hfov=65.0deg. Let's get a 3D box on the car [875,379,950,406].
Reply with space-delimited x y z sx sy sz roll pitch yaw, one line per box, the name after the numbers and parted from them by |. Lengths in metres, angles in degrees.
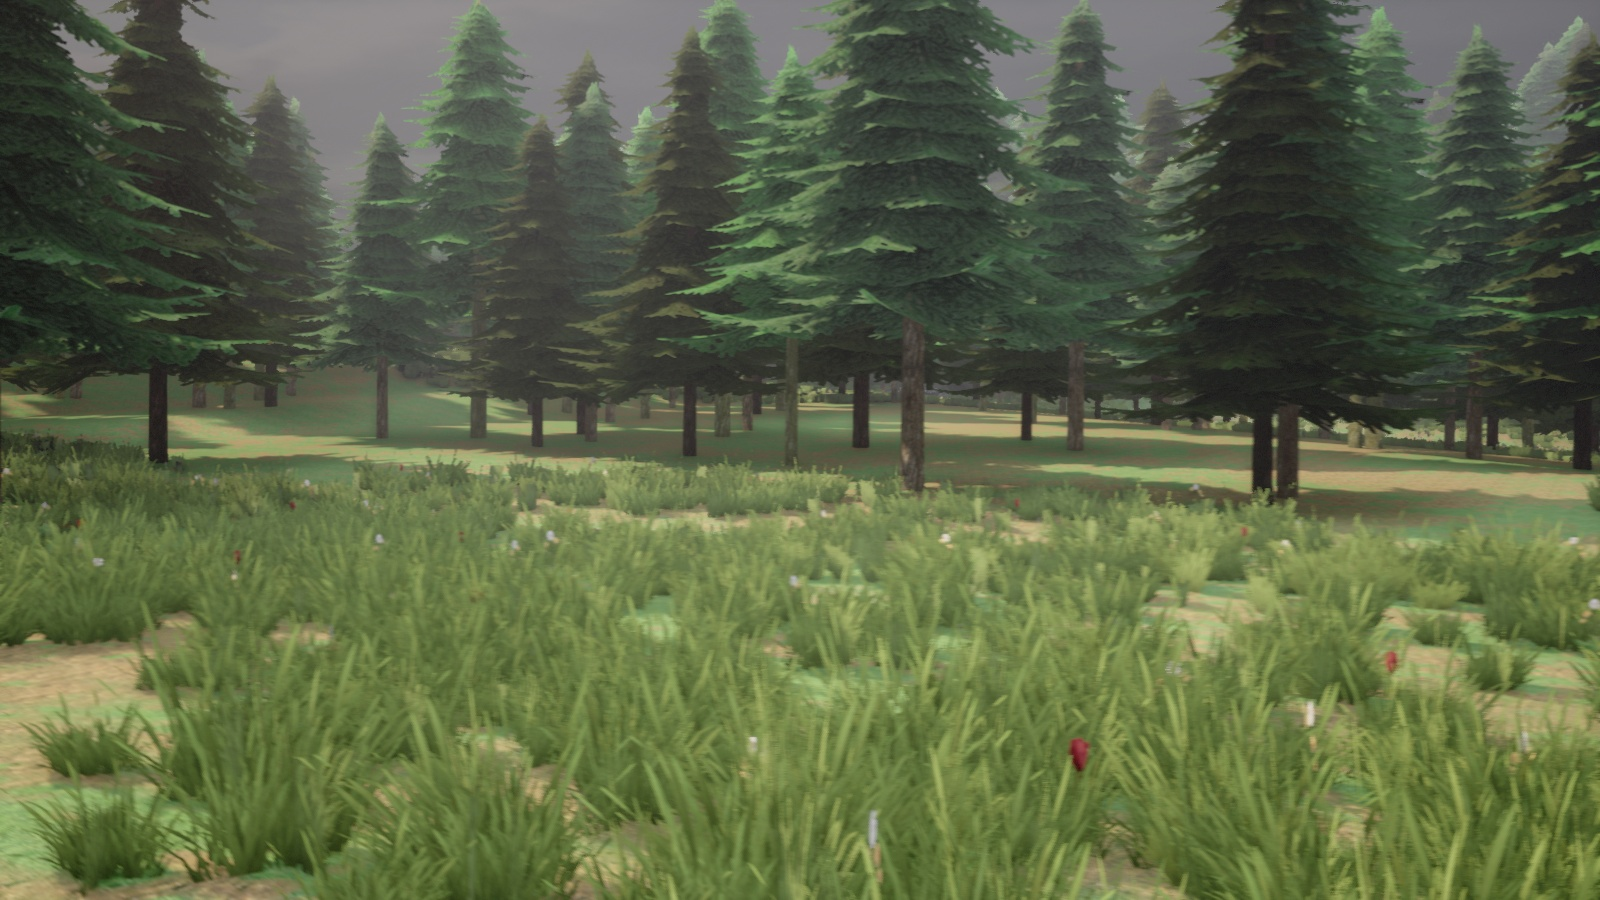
7.875 -4.017 88.068 4.892 1.490 1.837 4 0 -3 | car
